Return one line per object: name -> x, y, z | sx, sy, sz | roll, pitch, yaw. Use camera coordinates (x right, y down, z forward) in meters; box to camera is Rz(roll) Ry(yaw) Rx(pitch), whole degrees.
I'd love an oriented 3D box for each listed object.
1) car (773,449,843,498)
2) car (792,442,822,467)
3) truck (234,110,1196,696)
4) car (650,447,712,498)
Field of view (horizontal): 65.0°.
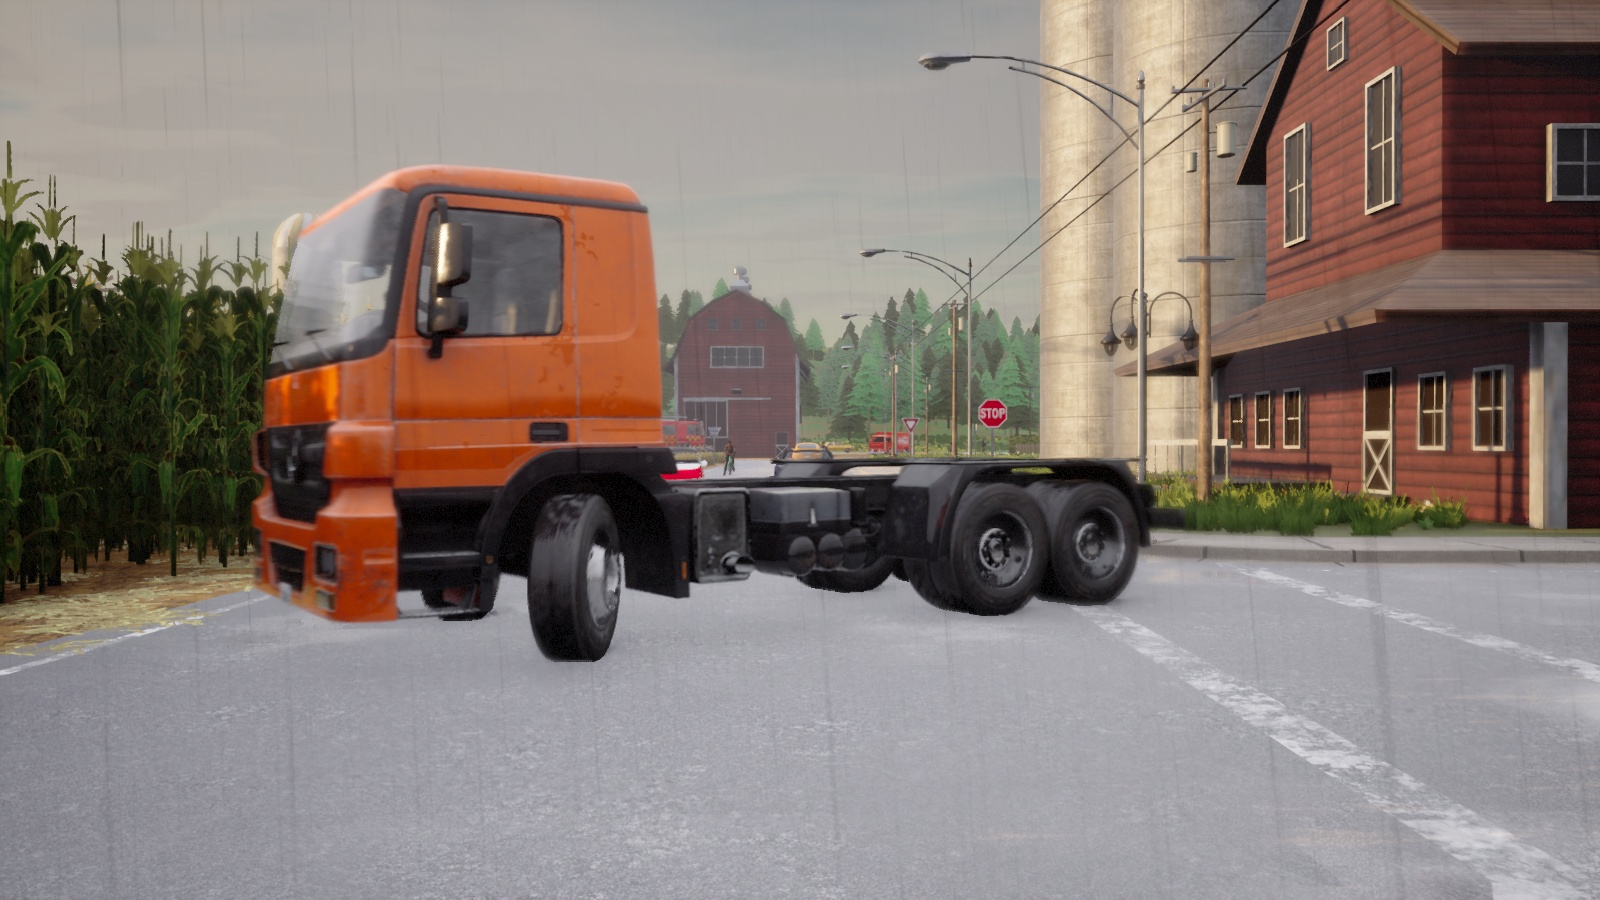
car -> 0.206, 0.639, 36.820 | 1.895, 1.301, 4.718 | 0, 0, 0
car -> 0.471, 0.265, 81.347 | 1.882, 1.535, 5.008 | 0, 0, 0
truck -> -0.318, -0.303, 10.877 | 7.936, 3.462, 2.891 | 0, 0, -35
car -> -3.289, 0.601, 34.997 | 1.481, 1.376, 2.207 | 0, 0, 0
